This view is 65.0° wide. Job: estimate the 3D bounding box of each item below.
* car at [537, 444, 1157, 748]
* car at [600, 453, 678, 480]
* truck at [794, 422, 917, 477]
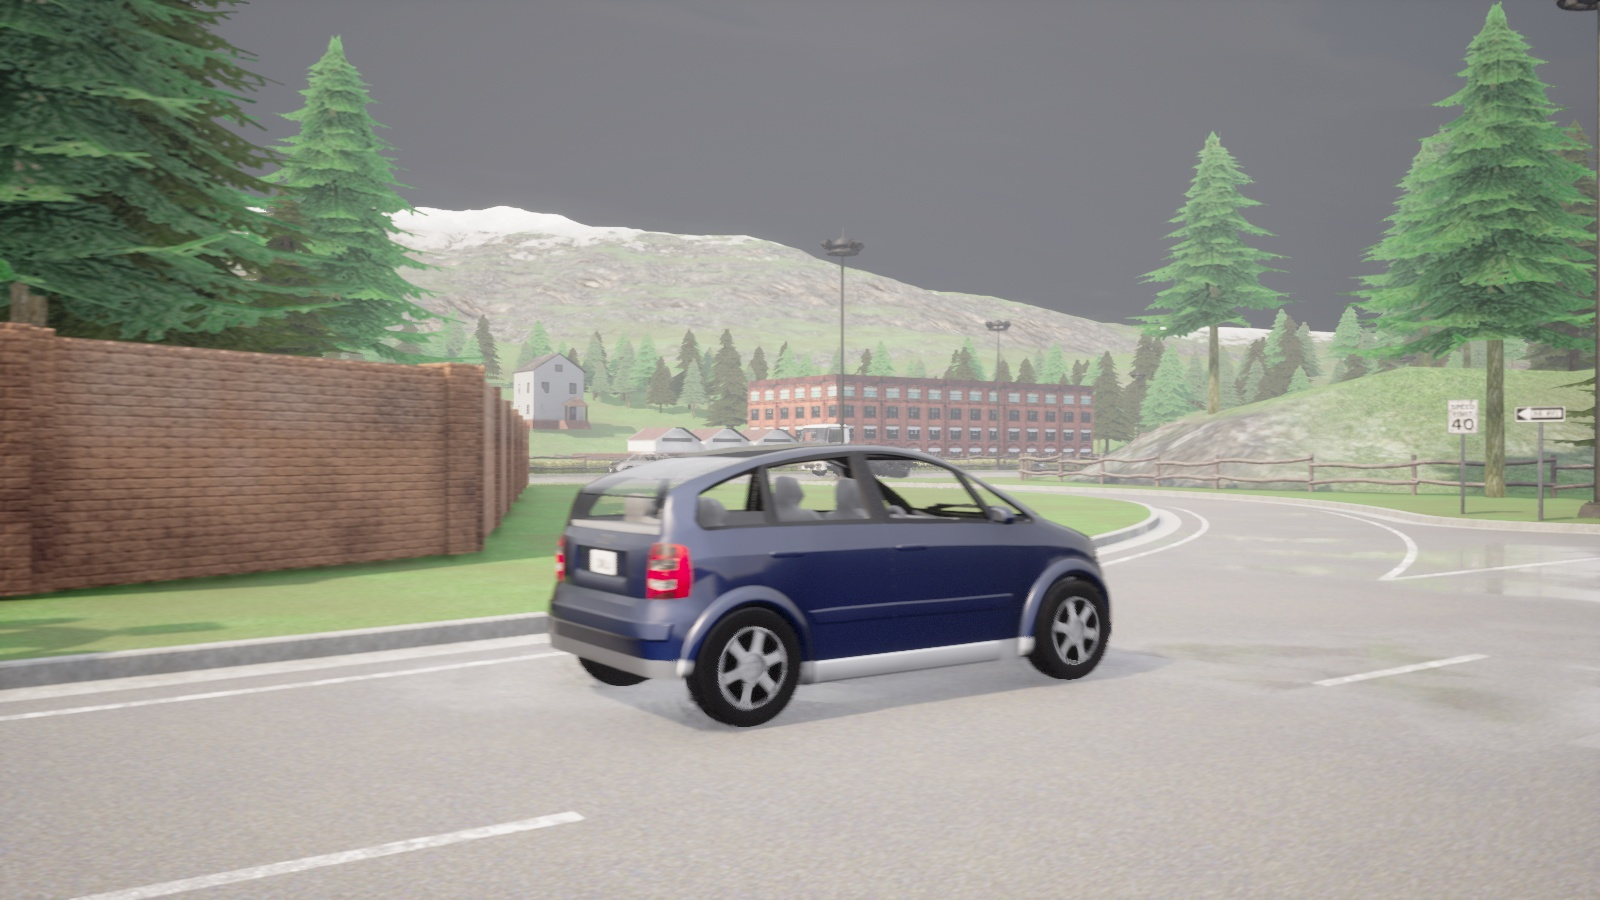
[{"bbox_3d":[0.384,0.743,8.191,3.705,1.549,1.789,0,0,-35],"label":"car"},{"bbox_3d":[-8.922,0.899,69.496,3.806,1.475,1.970,0,0,-35],"label":"car"},{"bbox_3d":[3.703,-0.043,82.503,7.936,3.462,2.891,0,0,-35],"label":"truck"}]
